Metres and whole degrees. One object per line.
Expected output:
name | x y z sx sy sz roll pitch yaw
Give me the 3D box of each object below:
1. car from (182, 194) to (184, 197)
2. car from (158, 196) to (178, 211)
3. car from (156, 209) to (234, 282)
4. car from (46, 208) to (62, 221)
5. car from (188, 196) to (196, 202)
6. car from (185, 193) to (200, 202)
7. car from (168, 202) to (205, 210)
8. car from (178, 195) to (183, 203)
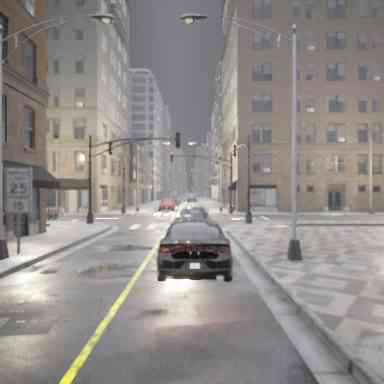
car | -3.030 1.647 64.227 1.837 1.490 4.892 0 1 1
car | -3.088 1.572 41.607 1.882 1.535 5.008 0 0 -1
car | 0.075 1.501 9.886 1.882 1.535 5.008 0 0 0
car | -12.755 1.585 26.338 4.674 1.442 1.812 0 0 1
car | 0.007 1.641 82.144 1.837 1.490 4.892 0 0 0
car | 0.006 1.518 72.091 2.097 1.767 4.553 0 0 0
car | 0.112 1.594 20.233 2.033 1.411 5.357 0 0 6
car | -3.019 1.673 55.455 2.033 1.411 5.357 0 0 1
